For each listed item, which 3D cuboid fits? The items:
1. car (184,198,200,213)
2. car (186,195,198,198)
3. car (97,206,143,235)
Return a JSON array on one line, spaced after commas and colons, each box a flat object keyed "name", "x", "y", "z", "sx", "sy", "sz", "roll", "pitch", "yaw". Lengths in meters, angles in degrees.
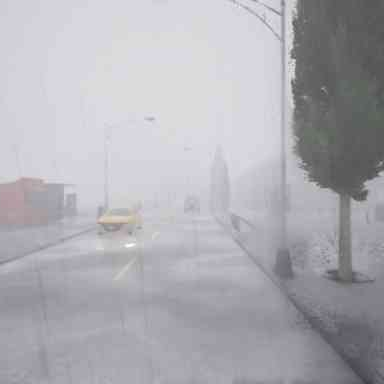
[{"name": "car", "x": -0.009, "y": 1.780, "z": 39.808, "sx": 1.895, "sy": 1.301, "sz": 4.718, "roll": 0, "pitch": 0, "yaw": 0}, {"name": "car", "x": -0.009, "y": 1.447, "z": 50.027, "sx": 2.150, "sy": 2.045, "sz": 5.566, "roll": 0, "pitch": 0, "yaw": 0}, {"name": "car", "x": -4.094, "y": 1.565, "z": 19.456, "sx": 1.882, "sy": 1.535, "sz": 5.008, "roll": 0, "pitch": 0, "yaw": 0}]
